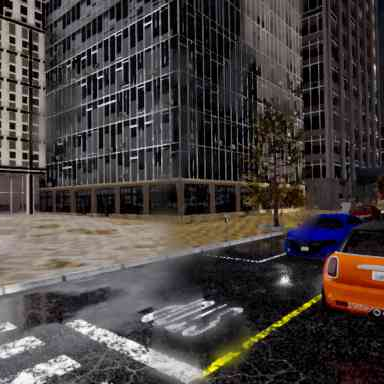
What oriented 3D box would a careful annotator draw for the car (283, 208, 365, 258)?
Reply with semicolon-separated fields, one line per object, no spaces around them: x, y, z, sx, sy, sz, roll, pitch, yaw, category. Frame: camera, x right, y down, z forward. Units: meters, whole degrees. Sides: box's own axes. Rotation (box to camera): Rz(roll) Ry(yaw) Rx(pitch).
5.249;1.561;12.575;1.882;1.535;5.008;-2;-2;41;car

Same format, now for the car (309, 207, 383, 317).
4.411;1.357;6.877;2.097;1.767;4.553;-2;-1;41;car

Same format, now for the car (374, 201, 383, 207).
15.097;1.562;23.931;2.128;1.511;4.902;-2;-1;41;car

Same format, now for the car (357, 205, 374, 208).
13.924;1.720;26.531;1.802;1.307;4.206;-1;-1;41;car

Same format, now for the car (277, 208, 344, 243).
6.533;1.673;17.997;1.752;1.417;4.829;-1;-1;41;car

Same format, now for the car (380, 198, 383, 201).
42.989;1.659;77.768;4.507;1.381;1.887;-1;-2;40;car
